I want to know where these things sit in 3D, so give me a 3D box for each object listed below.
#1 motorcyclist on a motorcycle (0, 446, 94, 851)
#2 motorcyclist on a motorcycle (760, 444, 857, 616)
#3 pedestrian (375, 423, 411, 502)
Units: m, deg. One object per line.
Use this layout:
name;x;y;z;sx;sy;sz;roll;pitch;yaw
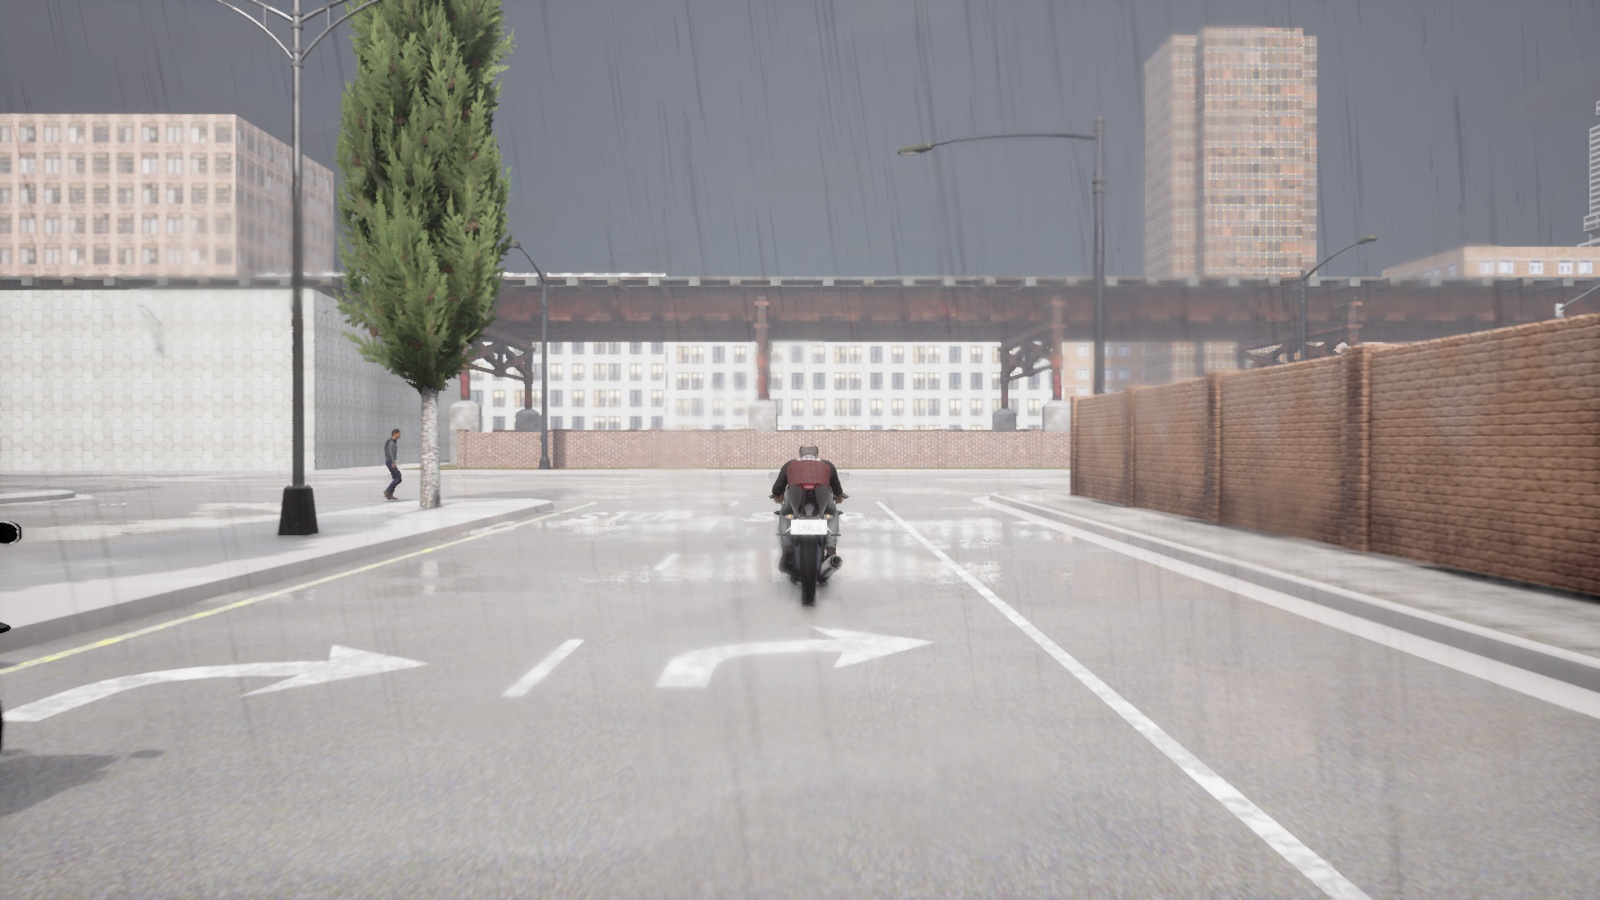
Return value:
motorcyclist on a motorcycle;-3.460;0.755;4.275;0.866;1.530;2.191;0;0;0
motorcyclist on a motorcycle;0.086;0.712;12.342;0.866;1.530;2.191;0;0;0
pedestrian;-10.139;0.307;31.300;0.788;1.949;0.423;0;0;-11
